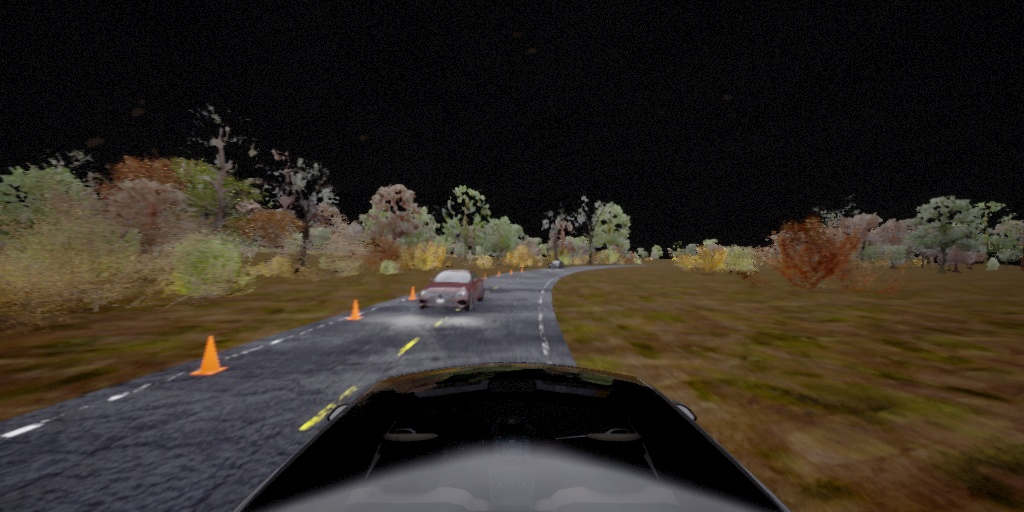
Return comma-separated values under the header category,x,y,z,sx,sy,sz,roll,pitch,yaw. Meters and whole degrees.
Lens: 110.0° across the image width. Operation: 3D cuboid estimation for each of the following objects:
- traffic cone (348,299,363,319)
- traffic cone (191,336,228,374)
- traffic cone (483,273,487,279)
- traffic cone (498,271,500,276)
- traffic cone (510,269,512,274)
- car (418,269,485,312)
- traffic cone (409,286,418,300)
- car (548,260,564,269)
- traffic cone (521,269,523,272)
category,x,y,z,sx,sy,sz,roll,pitch,yaw
traffic cone,-4.825,1.631,11.049,0.340,0.580,0.340,0,0,3
traffic cone,-5.018,1.621,5.962,0.340,0.580,0.340,0,0,1
traffic cone,-2.349,1.697,31.246,0.340,0.580,0.340,0,0,11
traffic cone,-1.307,1.720,36.229,0.340,0.580,0.340,0,0,13
traffic cone,-0.098,1.746,41.174,0.340,0.580,0.340,0,0,15
car,-2.220,1.250,14.377,1.812,1.442,4.674,1,0,5
traffic cone,-4.461,1.643,16.127,0.340,0.580,0.340,0,0,5
car,7.483,1.463,59.915,1.812,1.442,4.674,1,0,21
traffic cone,1.276,1.775,46.076,0.340,0.580,0.340,0,0,17
